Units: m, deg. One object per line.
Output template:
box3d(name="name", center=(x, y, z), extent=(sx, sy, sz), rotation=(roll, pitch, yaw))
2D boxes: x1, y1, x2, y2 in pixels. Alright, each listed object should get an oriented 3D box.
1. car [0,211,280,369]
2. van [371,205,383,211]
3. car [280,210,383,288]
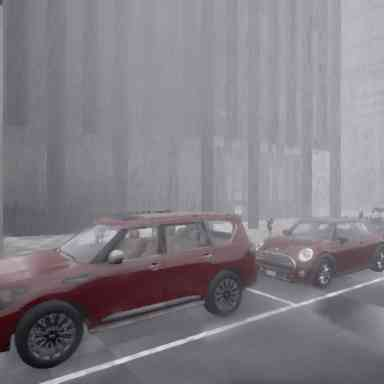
box3d(name="car", center=(-1.014, 1.314, 5.920), extent=(5.009, 1.841, 2.192), rotation=(0, 0, -35))
box3d(name="van", center=(8.107, 1.341, 12.426), extent=(3.998, 1.788, 1.690), rotation=(0, 0, -35))
box3d(name="car", center=(3.547, 1.440, 9.174), extent=(4.097, 1.590, 1.967), rotation=(0, 0, -35))
